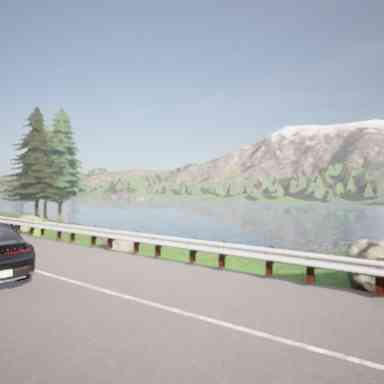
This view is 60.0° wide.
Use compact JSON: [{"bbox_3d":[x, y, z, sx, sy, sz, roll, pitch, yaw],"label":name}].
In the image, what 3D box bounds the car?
[{"bbox_3d":[-5.851,1.467,8.472,4.892,1.490,1.837,0,0,37],"label":"car"}]
